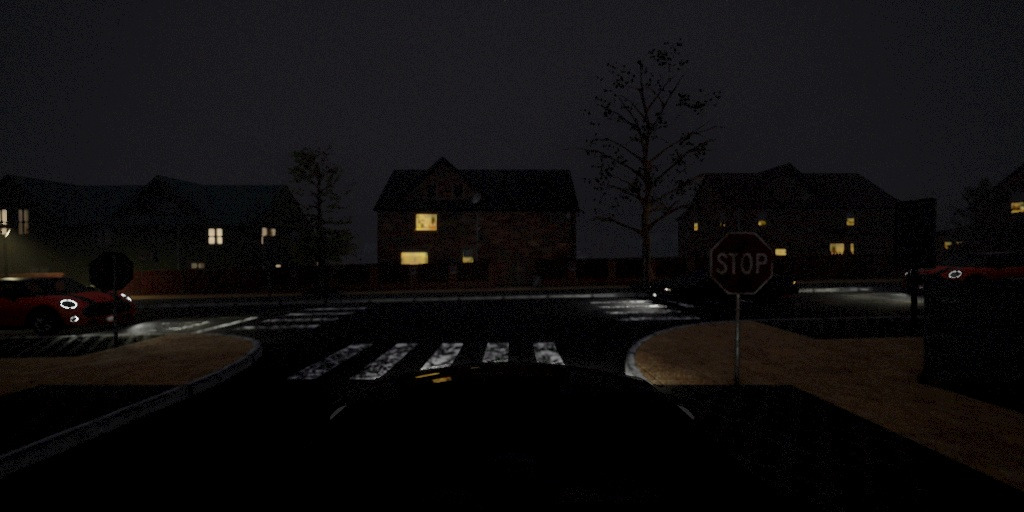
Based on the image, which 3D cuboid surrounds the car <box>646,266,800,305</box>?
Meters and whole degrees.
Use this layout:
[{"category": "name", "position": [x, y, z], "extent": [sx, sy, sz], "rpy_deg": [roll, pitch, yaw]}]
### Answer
[{"category": "car", "position": [8.250, 1.083, 14.199], "extent": [5.357, 1.411, 2.033], "rpy_deg": [-1, 1, -3]}]

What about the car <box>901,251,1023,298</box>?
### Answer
[{"category": "car", "position": [18.653, 0.640, 14.362], "extent": [4.553, 1.767, 2.097], "rpy_deg": [-1, 1, 0]}]

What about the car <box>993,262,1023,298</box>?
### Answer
[{"category": "car", "position": [19.047, 0.913, 11.416], "extent": [4.718, 1.301, 1.895], "rpy_deg": [-1, 1, 0]}]

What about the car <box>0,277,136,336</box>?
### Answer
[{"category": "car", "position": [-15.027, 1.467, 11.432], "extent": [4.553, 1.767, 2.097], "rpy_deg": [-1, 1, 0]}]
